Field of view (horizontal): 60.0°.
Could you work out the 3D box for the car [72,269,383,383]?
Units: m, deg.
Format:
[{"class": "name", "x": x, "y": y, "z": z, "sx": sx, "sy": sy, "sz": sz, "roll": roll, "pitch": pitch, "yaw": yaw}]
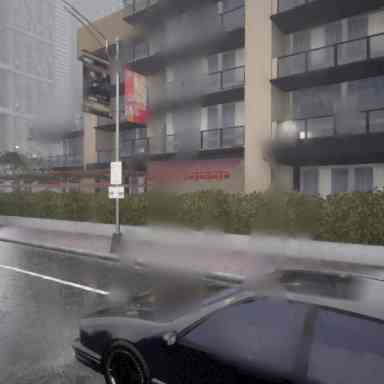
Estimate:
[{"class": "car", "x": 1.171, "y": 1.548, "z": 3.204, "sx": 5.357, "sy": 1.411, "sz": 2.033, "roll": 0, "pitch": 0, "yaw": 35}]
